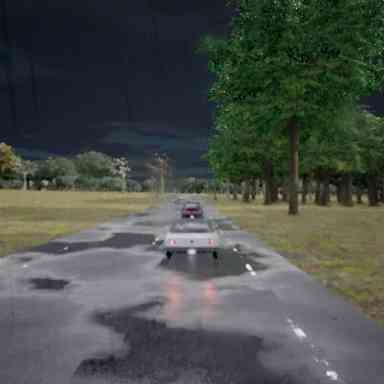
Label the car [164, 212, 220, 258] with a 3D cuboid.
[{"bbox_3d":[0.014,1.700,13.238,1.895,1.301,4.718,0,0,0],"label":"car"}]

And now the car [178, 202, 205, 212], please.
[{"bbox_3d":[0.016,1.668,28.498,1.837,1.490,4.892,0,0,0],"label":"car"}]

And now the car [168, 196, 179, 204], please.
[{"bbox_3d":[-3.532,1.531,64.536,2.128,1.511,4.902,0,1,1],"label":"car"}]
